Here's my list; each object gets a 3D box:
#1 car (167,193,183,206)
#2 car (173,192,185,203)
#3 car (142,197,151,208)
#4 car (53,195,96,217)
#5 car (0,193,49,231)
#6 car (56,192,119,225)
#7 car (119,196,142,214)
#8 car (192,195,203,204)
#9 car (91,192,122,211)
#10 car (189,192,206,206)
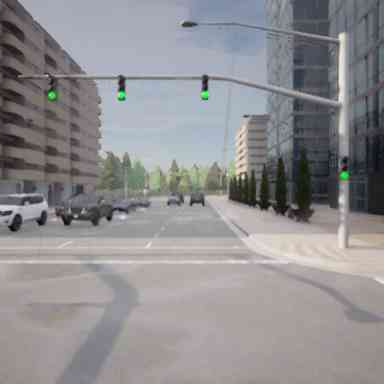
[{"bbox_3d":[-2.677,1.298,49.669,1.812,1.442,4.674,0,0,1],"label":"car"},{"bbox_3d":[-2.525,0.953,59.532,2.150,2.045,5.566,0,0,1],"label":"car"},{"bbox_3d":[-6.517,1.363,43.270,1.994,1.385,4.181,0,0,2],"label":"car"},{"bbox_3d":[-10.371,1.208,29.722,2.097,1.767,4.553,0,0,1],"label":"car"},{"bbox_3d":[-10.557,1.117,19.880,2.150,2.045,5.566,0,0,0],"label":"car"},{"bbox_3d":[-7.008,1.103,23.009,2.150,2.045,5.566,0,0,1],"label":"car"},{"bbox_3d":[-6.783,1.388,33.253,2.033,1.411,5.357,0,0,2],"label":"car"},{"bbox_3d":[0.973,1.236,59.335,1.837,1.490,4.892,0,0,1],"label":"car"},{"bbox_3d":[-10.110,1.036,39.921,2.150,2.045,5.566,0,0,2],"label":"car"},{"bbox_3d":[0.801,0.996,48.622,2.150,2.045,5.566,0,0,1],"label":"car"}]
